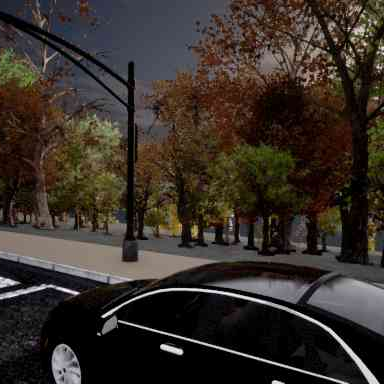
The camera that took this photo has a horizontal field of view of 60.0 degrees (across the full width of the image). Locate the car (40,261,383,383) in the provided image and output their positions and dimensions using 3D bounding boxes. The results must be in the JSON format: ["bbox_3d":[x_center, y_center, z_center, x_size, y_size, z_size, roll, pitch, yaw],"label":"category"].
[{"bbox_3d":[0.376,1.505,3.406,4.892,1.490,1.837,0,0,36],"label":"car"}]
